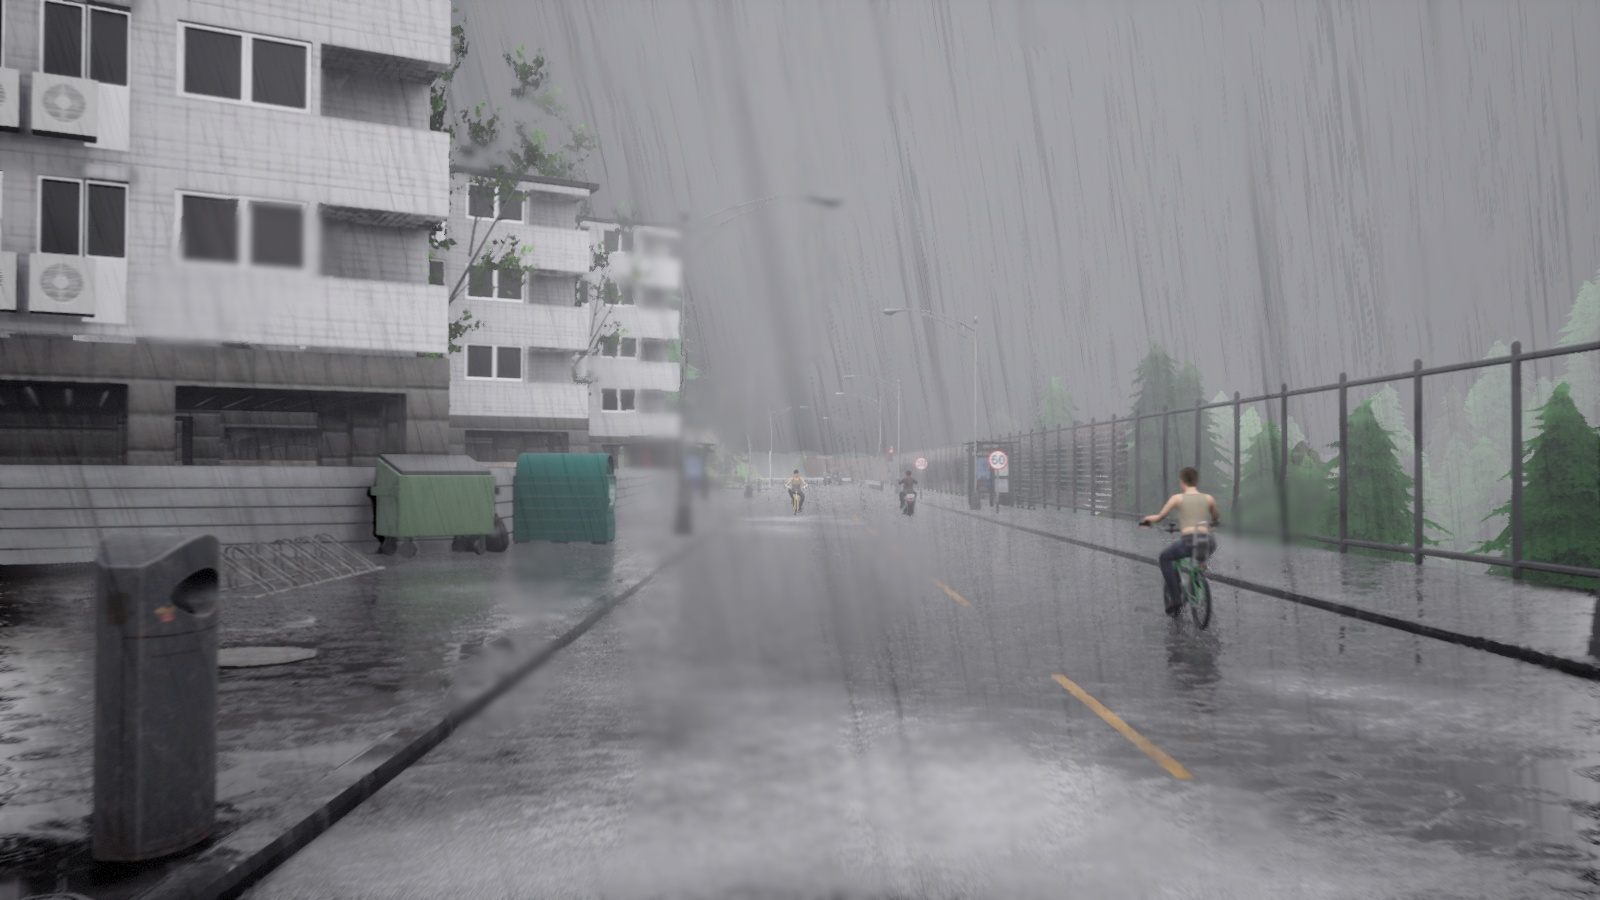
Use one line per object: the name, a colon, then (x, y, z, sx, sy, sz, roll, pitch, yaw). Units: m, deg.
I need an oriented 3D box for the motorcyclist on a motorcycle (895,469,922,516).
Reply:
motorcyclist on a motorcycle: (3.882, 1.506, 45.198, 0.766, 1.649, 2.350, 0, -1, 0)

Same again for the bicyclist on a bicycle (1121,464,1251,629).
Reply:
bicyclist on a bicycle: (3.960, 0.953, 13.008, 0.866, 1.612, 1.509, 0, -1, 0)
